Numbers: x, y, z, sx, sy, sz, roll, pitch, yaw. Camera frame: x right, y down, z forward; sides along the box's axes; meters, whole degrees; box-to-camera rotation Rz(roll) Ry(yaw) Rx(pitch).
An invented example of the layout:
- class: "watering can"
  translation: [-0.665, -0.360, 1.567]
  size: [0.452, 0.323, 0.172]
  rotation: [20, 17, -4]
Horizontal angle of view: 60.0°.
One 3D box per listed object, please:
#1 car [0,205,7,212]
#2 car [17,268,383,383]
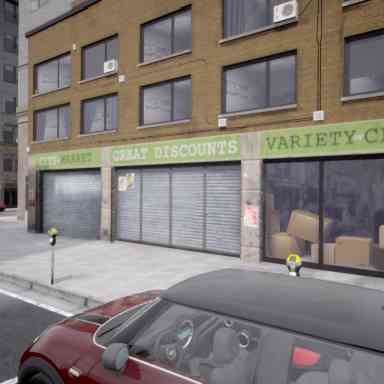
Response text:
- class: "car"
  translation: [-19.405, 1.458, 29.761]
  size: [1.895, 1.301, 4.718]
  rotation: [1, 1, 34]
- class: "car"
  translation: [0.261, 1.440, 2.879]
  size: [4.097, 1.590, 1.967]
  rotation: [0, 1, 35]
